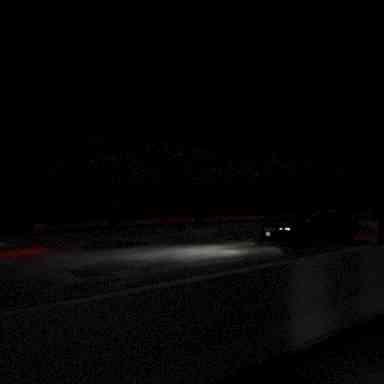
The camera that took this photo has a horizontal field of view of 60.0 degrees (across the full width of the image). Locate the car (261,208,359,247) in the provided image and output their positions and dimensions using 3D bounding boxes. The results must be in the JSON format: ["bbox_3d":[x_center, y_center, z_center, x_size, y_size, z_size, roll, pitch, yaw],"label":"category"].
[{"bbox_3d":[5.357,1.498,15.048,4.902,1.511,2.128,0,0,-28],"label":"car"}]
